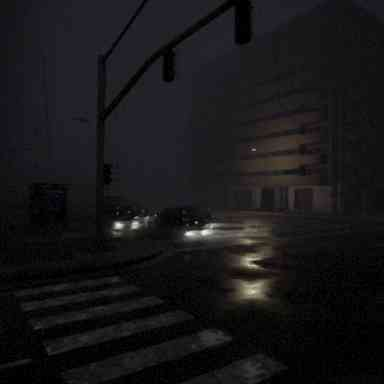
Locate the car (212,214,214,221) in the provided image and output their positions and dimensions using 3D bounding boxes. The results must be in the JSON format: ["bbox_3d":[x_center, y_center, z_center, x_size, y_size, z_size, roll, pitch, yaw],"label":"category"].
[{"bbox_3d":[-0.444,1.814,28.292,2.033,1.411,5.357,1,-1,-36],"label":"car"}]

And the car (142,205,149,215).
[{"bbox_3d":[-6.529,1.757,36.615,2.128,1.511,4.902,1,-1,-36],"label":"car"}]

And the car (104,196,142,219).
[{"bbox_3d":[-7.232,1.443,31.649,2.150,2.045,5.566,1,-1,-36],"label":"car"}]

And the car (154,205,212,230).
[{"bbox_3d":[-0.872,1.785,22.960,1.994,1.385,4.181,1,-1,-36],"label":"car"}]
